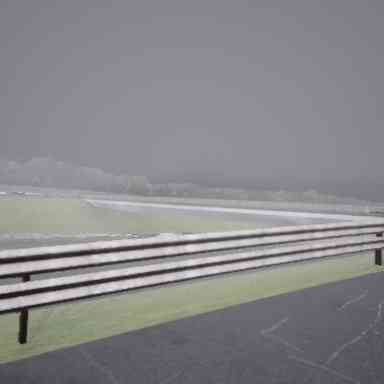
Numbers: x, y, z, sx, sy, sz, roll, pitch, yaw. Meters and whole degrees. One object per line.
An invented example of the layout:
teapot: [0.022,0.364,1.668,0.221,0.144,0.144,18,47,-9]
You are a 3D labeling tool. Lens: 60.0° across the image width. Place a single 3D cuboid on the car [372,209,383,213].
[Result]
car: [27.193,2.682,45.163,4.718,1.301,1.895,2,-2,31]
